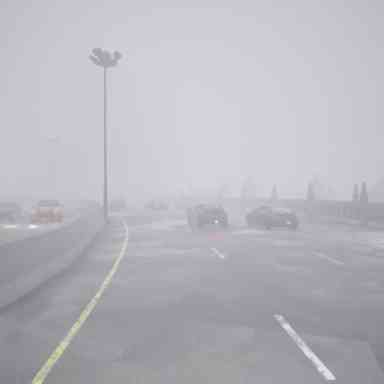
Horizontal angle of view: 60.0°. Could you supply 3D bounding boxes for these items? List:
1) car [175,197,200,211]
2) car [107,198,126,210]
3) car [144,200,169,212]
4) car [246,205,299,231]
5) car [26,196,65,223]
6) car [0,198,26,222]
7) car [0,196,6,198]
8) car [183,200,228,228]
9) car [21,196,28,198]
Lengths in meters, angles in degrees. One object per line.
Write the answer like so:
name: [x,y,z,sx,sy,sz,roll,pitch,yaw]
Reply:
car: [-0.374,1.347,38.285,2.097,1.767,4.553,0,0,-21]
car: [-9.855,1.486,42.640,2.128,1.511,4.902,0,0,-25]
car: [-4.210,1.596,38.595,1.895,1.301,4.718,0,0,-22]
car: [4.845,1.523,20.520,1.812,1.442,4.674,0,0,-11]
car: [-10.915,1.349,25.333,2.097,1.767,4.553,0,0,-17]
car: [-14.893,1.475,26.498,1.882,1.535,5.008,0,0,-18]
car: [-35.724,1.473,62.011,1.837,1.490,4.892,0,0,-42]
car: [0.927,1.502,22.131,1.837,1.490,4.892,0,0,-12]
car: [-30.544,1.494,61.603,1.837,1.490,4.892,0,0,-41]
